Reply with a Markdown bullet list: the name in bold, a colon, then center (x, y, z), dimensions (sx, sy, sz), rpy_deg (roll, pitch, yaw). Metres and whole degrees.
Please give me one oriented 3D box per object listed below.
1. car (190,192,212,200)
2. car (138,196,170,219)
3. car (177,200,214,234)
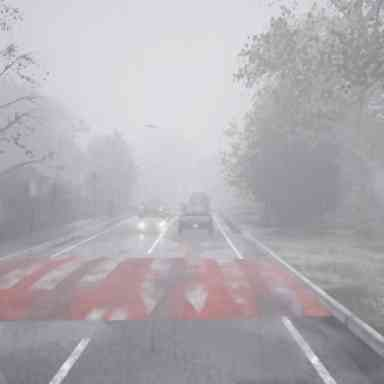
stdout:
- **car**: center (0.937, 1.015, 36.780), dimensions (2.150, 2.045, 5.566), rpy_deg (0, 0, 5)
- **car**: center (-3.020, 1.195, 27.118), dimensions (2.097, 1.767, 4.553), rpy_deg (0, 1, 2)
- **car**: center (0.206, 1.432, 18.870), dimensions (2.128, 1.511, 4.902), rpy_deg (0, 1, 1)
